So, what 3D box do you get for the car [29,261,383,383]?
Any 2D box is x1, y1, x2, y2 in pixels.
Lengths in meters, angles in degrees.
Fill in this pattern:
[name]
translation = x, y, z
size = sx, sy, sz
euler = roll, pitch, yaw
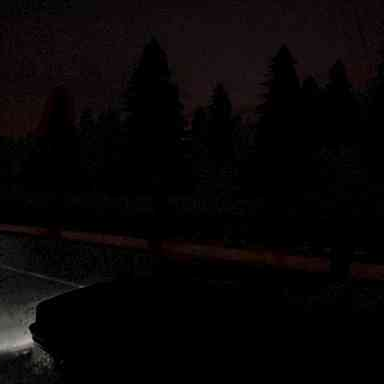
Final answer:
[car]
translation = 0.417, 1.544, 3.682
size = 5.357, 1.411, 2.033
euler = 0, 0, 35
